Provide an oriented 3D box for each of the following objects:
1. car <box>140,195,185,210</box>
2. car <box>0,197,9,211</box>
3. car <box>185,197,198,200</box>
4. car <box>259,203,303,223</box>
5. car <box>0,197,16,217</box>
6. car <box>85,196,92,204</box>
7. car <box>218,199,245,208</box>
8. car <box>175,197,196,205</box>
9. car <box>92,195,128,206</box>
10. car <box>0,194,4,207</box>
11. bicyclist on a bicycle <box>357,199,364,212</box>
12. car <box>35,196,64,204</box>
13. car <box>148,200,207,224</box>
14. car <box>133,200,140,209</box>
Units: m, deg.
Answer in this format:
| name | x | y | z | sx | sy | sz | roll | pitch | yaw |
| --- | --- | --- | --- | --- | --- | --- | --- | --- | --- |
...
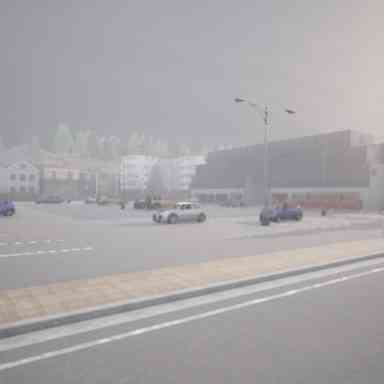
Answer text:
| name | x | y | z | sx | sy | sz | roll | pitch | yaw |
| --- | --- | --- | --- | --- | --- | --- | --- | --- | --- |
| car | -3.616 | 1.310 | 41.254 | 4.605 | 1.855 | 1.932 | 1 | 0 | -35 |
| car | -22.445 | 1.324 | 35.889 | 4.514 | 1.523 | 2.007 | 1 | 0 | -35 |
| car | 0.177 | 1.815 | 59.777 | 1.882 | 1.535 | 5.008 | 1 | -1 | -34 |
| car | 6.909 | 1.582 | 25.937 | 3.633 | 1.501 | 1.845 | 1 | 0 | -35 |
| car | -16.758 | 1.344 | 27.672 | 3.633 | 1.501 | 1.845 | 1 | 0 | -35 |
| car | -16.884 | 1.440 | 58.965 | 3.806 | 1.475 | 1.970 | 1 | 0 | -35 |
| car | 6.680 | 1.920 | 56.648 | 2.033 | 1.411 | 5.357 | 1 | 0 | -35 |
| car | -1.352 | 1.880 | 68.136 | 1.837 | 1.490 | 4.892 | 1 | 0 | -35 |
| car | -12.944 | 1.364 | 53.889 | 5.027 | 1.636 | 2.152 | 1 | 0 | -35 |
| car | -28.992 | 1.133 | 46.510 | 4.605 | 1.855 | 1.932 | 1 | 0 | -35 |
| bicyclist on a bicycle | 21.413 | 1.709 | 42.316 | 1.656 | 1.620 | 0.582 | 0 | 0 | -35 |
| car | -24.761 | 1.435 | 57.931 | 4.514 | 1.523 | 2.007 | 1 | 0 | -35 |
| car | -0.881 | 1.518 | 24.132 | 3.806 | 1.475 | 1.970 | 1 | 0 | -35 |
| car | -5.618 | 1.286 | 43.400 | 3.866 | 1.878 | 1.905 | 1 | 0 | -35 |
